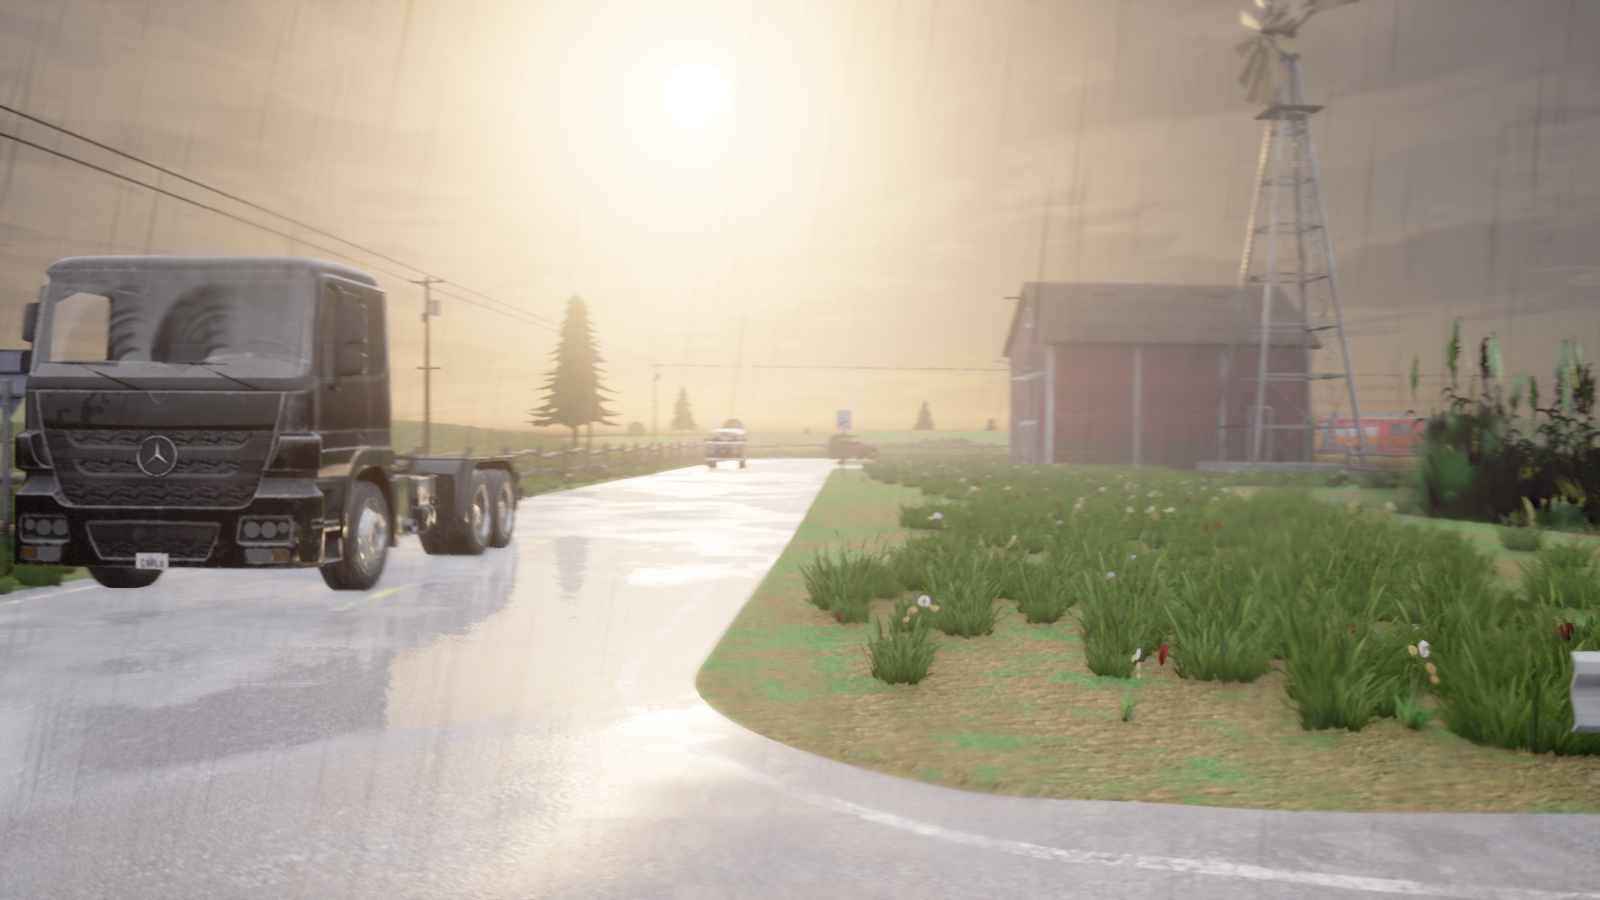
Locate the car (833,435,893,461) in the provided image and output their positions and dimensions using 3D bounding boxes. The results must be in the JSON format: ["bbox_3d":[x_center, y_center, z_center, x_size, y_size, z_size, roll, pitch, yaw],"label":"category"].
[{"bbox_3d":[4.613,-0.141,91.978,3.866,1.878,1.905,1,0,-27],"label":"car"}]

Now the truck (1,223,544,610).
[{"bbox_3d":[-5.604,-0.352,15.329,2.891,3.462,7.936,1,1,3],"label":"truck"}]

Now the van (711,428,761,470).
[{"bbox_3d":[-3.219,-0.074,63.868,2.069,2.038,4.480,1,1,3],"label":"van"}]
